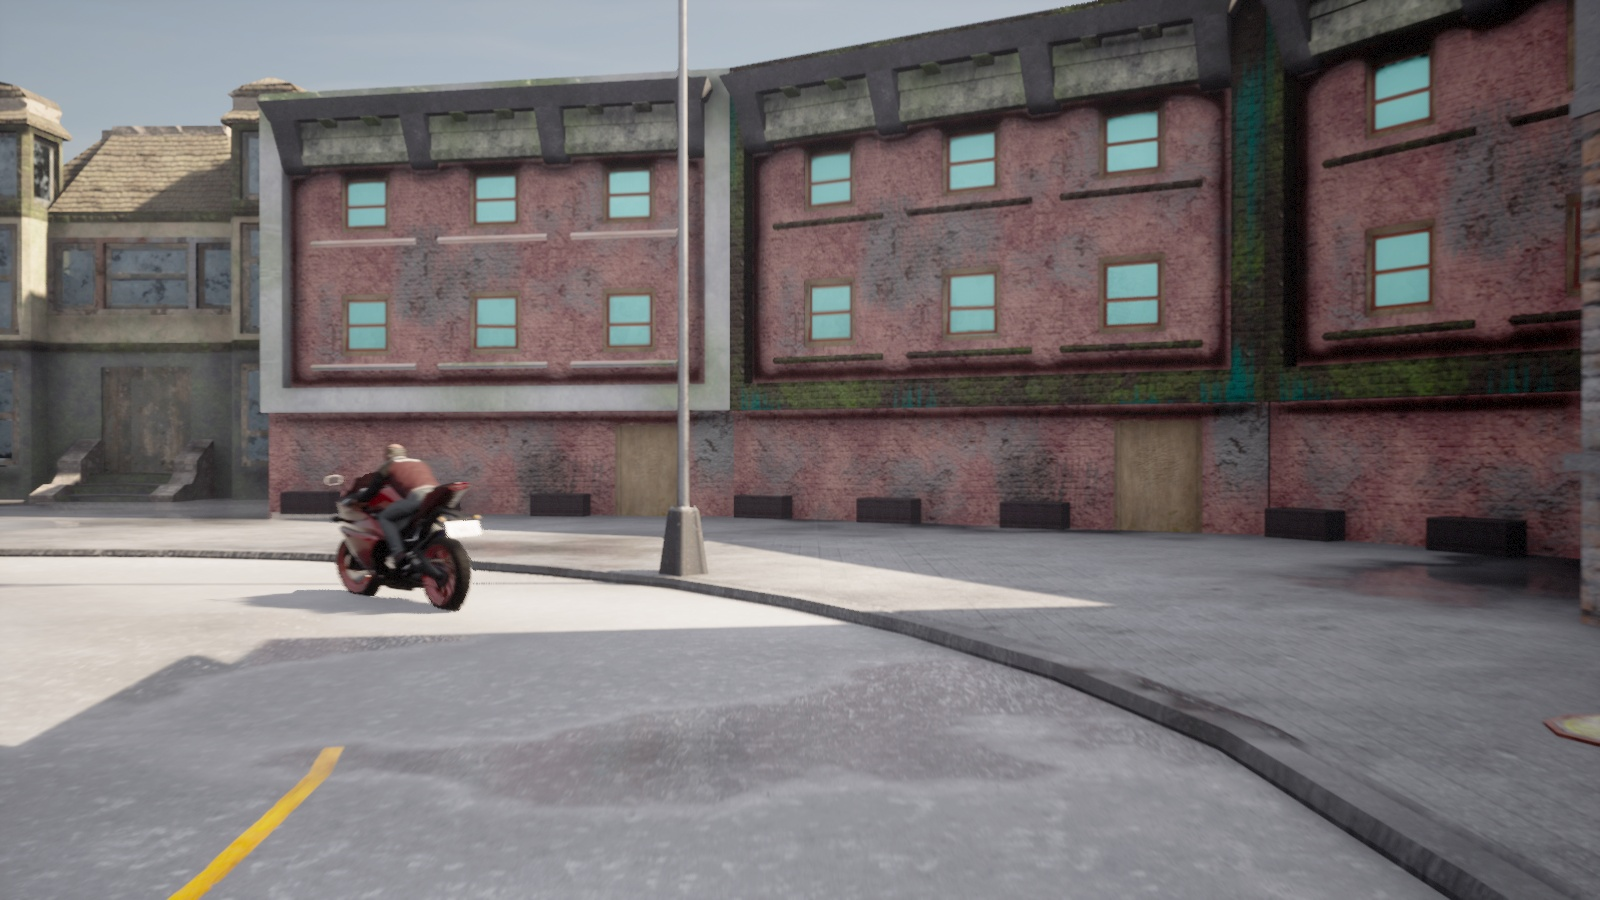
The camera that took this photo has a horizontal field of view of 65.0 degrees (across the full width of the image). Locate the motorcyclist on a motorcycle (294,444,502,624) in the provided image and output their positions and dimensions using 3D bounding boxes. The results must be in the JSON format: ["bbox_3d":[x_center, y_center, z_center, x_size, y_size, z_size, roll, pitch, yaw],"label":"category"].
[{"bbox_3d":[-3.819,0.713,11.821,2.191,1.530,0.866,0,2,42],"label":"motorcyclist on a motorcycle"}]
